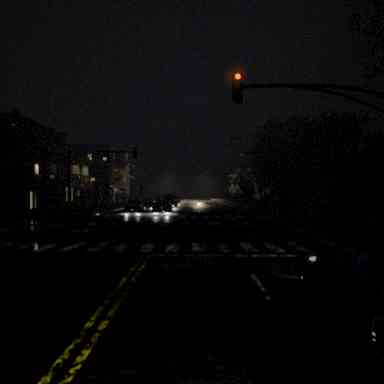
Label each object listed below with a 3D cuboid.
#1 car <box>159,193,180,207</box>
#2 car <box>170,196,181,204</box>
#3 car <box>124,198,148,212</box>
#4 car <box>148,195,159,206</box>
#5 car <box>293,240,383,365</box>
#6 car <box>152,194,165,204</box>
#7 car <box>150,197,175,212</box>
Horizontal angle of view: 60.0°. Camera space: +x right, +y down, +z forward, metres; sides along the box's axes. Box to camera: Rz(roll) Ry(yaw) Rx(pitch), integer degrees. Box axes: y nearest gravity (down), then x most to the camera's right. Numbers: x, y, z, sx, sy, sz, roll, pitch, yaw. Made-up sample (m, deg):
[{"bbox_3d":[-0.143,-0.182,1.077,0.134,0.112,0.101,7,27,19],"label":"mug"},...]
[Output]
[{"bbox_3d":[-3.350,1.236,50.713,2.150,2.045,5.566,0,0,0],"label":"car"},{"bbox_3d":[-3.320,1.496,66.051,1.882,1.535,5.008,0,0,0],"label":"car"},{"bbox_3d":[-6.609,1.557,38.530,2.033,1.411,5.357,0,0,-3],"label":"car"},{"bbox_3d":[-6.605,1.560,50.737,2.033,1.411,5.357,0,0,0],"label":"car"},{"bbox_3d":[3.356,1.549,5.644,2.033,1.411,5.357,0,0,0],"label":"car"},{"bbox_3d":[-6.579,1.371,65.687,2.097,1.767,4.553,0,0,0],"label":"car"},{"bbox_3d":[-3.332,1.573,38.421,1.994,1.385,4.181,0,0,0],"label":"car"}]
